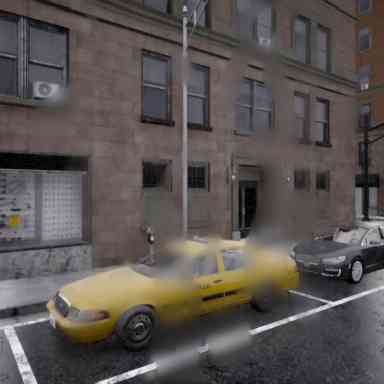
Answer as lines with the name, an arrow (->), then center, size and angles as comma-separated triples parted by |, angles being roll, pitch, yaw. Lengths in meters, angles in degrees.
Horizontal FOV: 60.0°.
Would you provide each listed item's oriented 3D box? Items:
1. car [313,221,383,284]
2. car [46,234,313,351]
car -> 4.602, 1.550, 9.459 | 4.403, 1.369, 2.008 | 0, 0, -35
car -> -0.033, 1.525, 6.161 | 4.829, 1.417, 1.752 | 0, 0, -35
